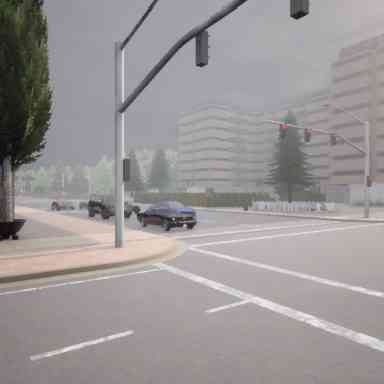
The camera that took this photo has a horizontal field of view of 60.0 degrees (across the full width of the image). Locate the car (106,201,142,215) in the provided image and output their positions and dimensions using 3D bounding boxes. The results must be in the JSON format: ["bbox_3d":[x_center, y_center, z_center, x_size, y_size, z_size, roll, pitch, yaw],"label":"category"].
[{"bbox_3d":[-7.089,1.601,34.375,1.895,1.301,4.718,0,0,-36],"label":"car"}]

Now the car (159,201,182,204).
[{"bbox_3d":[-1.630,1.478,26.809,1.882,1.535,5.008,0,0,-36],"label":"car"}]

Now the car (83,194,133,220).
[{"bbox_3d":[-7.170,1.216,28.505,2.150,2.045,5.566,0,1,-36],"label":"car"}]

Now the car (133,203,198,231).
[{"bbox_3d":[-1.658,1.601,20.816,1.895,1.301,4.718,0,0,-35],"label":"car"}]

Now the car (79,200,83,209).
[{"bbox_3d":[-13.082,1.526,42.709,1.812,1.442,4.674,0,0,-35],"label":"car"}]

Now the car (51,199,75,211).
[{"bbox_3d":[-15.698,1.526,40.347,1.812,1.442,4.674,0,0,-35],"label":"car"}]
